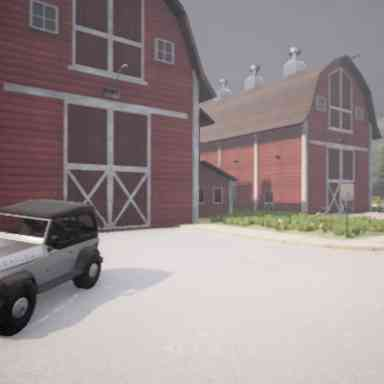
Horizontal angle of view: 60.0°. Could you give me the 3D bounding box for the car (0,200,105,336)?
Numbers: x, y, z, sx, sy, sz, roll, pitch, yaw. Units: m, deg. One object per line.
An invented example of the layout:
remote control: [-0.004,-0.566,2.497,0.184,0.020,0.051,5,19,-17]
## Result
car: [-3.268,1.184,6.655,1.905,1.878,3.866,6,3,12]
